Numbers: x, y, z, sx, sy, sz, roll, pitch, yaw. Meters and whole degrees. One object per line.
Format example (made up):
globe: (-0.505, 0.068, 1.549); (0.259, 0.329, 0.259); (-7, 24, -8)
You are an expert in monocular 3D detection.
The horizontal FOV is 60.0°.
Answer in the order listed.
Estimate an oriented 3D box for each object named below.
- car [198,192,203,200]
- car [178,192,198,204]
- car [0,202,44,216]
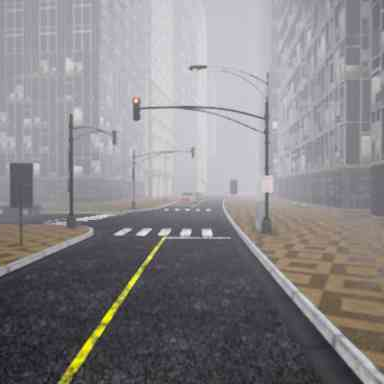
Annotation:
car: (1.022, 0.699, 62.376); (1.837, 1.490, 4.892); (0, 1, 8)
car: (-0.709, 0.755, 47.207); (2.097, 1.767, 4.553); (0, 1, 6)
car: (-16.311, 1.475, 31.487); (4.403, 1.369, 2.008); (-1, 1, 10)
